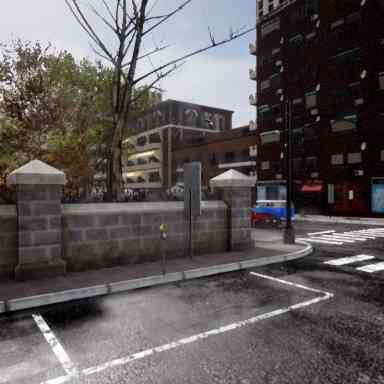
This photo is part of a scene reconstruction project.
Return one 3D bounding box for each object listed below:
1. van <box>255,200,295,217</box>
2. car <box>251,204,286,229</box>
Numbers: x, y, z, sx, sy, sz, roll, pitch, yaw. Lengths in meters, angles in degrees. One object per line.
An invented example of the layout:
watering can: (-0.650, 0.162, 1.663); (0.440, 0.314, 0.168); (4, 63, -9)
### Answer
van: (7.312, 1.642, 30.184); (1.690, 1.788, 3.998); (-1, 0, -36)
car: (4.459, 1.833, 24.268); (1.994, 1.385, 4.181); (0, -1, -36)
